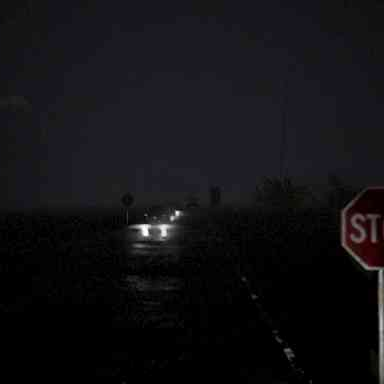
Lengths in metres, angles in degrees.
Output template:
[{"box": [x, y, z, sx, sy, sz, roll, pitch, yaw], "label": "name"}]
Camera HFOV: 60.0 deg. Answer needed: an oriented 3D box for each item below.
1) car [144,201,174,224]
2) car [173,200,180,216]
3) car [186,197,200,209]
[{"box": [-2.850, 1.810, 28.246, 1.837, 1.490, 4.892, 0, -1, 2], "label": "car"}, {"box": [-2.786, 1.968, 38.809, 2.033, 1.411, 5.357, 0, -1, 0], "label": "car"}, {"box": [0.190, 1.836, 56.024, 2.150, 2.045, 5.566, 0, -1, 0], "label": "car"}]
